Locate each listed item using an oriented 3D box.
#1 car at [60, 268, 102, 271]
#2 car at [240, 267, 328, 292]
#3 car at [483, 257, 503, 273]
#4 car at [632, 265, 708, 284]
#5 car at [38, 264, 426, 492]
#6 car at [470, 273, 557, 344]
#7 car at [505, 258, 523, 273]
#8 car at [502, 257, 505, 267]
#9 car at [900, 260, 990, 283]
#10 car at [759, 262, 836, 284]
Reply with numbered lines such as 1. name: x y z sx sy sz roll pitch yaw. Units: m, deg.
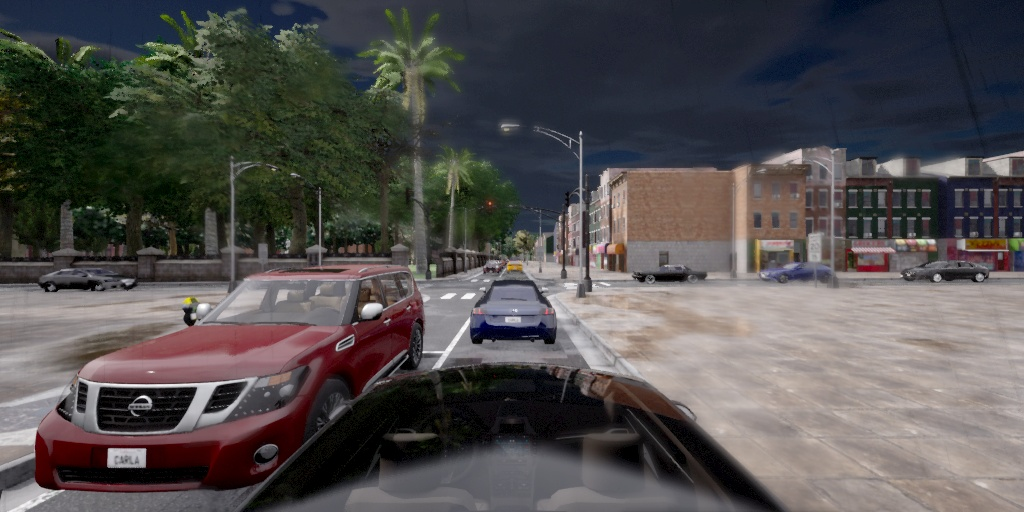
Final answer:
1. car: -26.461 1.505 22.484 4.902 1.511 2.128 -1 0 0
2. car: -14.143 1.457 22.427 4.181 1.385 1.994 -1 0 0
3. car: -2.399 1.268 43.115 1.967 1.591 4.097 0 0 0
4. car: 10.982 1.279 25.271 4.718 1.301 1.895 0 0 1
5. car: -2.622 1.065 4.970 2.192 1.841 5.009 0 0 0
6. car: 0.042 1.316 9.585 1.994 1.385 4.181 0 0 0
7. car: 0.368 1.316 45.948 1.882 1.535 5.008 0 0 0
8. car: -2.365 1.290 48.803 1.967 1.591 4.097 0 0 0
9. car: 30.271 1.072 25.167 4.892 1.490 1.837 0 0 0
10. car: 20.030 1.145 25.218 4.674 1.442 1.812 0 0 0
